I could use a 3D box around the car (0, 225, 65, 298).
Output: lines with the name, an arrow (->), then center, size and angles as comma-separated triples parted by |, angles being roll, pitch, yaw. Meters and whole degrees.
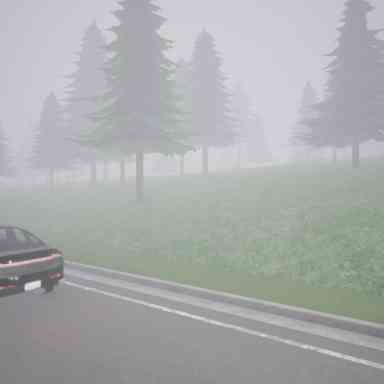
car -> -4.868, 1.491, 7.467 | 4.902, 1.511, 2.128 | 0, 0, 36
